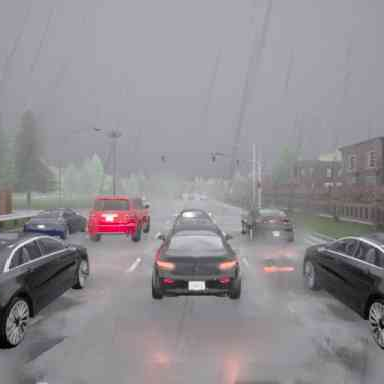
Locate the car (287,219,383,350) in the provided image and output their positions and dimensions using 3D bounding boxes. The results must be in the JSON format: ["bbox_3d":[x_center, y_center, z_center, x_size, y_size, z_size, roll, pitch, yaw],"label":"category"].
[{"bbox_3d":[3.585,1.491,6.132,2.128,1.511,4.902,0,0,0],"label":"car"}]

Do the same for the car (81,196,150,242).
[{"bbox_3d":[-3.435,1.221,16.541,2.150,2.045,5.566,0,0,0],"label":"car"}]

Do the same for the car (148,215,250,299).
[{"bbox_3d":[0.085,1.526,8.315,1.812,1.442,4.674,0,0,0],"label":"car"}]

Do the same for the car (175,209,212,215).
[{"bbox_3d":[0.062,1.564,17.063,1.994,1.385,4.181,0,0,0],"label":"car"}]

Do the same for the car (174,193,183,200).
[{"bbox_3d":[-3.622,1.215,89.815,2.150,2.045,5.566,0,0,0],"label":"car"}]

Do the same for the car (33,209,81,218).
[{"bbox_3d":[-6.936,1.564,17.315,1.994,1.385,4.181,0,0,0],"label":"car"}]

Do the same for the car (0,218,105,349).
[{"bbox_3d":[-3.417,1.491,6.231,2.128,1.511,4.902,0,0,0],"label":"car"}]

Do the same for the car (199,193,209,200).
[{"bbox_3d":[3.378,1.215,89.825,2.150,2.045,5.566,0,0,0],"label":"car"}]

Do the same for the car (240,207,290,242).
[{"bbox_3d":[3.561,1.505,16.273,1.837,1.490,4.892,0,0,0],"label":"car"}]

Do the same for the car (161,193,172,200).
[{"bbox_3d":[-7.122,1.215,89.810,2.150,2.045,5.566,0,0,0],"label":"car"}]

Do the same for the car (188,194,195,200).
[{"bbox_3d":[-0.122,1.530,89.790,2.033,1.411,5.357,0,0,0],"label":"car"}]
